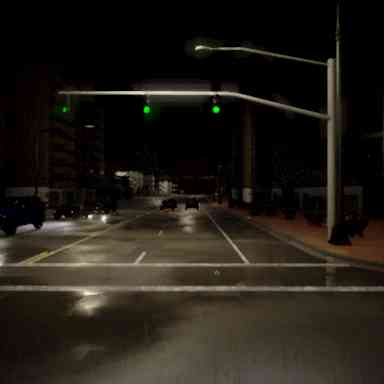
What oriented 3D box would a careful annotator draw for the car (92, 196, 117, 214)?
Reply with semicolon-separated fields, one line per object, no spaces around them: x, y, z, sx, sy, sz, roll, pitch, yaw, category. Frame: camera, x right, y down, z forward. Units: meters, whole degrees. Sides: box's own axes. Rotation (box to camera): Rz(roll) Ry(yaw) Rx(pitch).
-10.515;1.473;39.736;2.150;2.045;5.566;0;-1;0;car

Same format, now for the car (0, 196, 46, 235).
-10.574;1.270;19.452;2.150;2.045;5.566;0;0;0;car

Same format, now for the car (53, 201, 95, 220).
-10.554;1.738;29.521;1.895;1.301;4.718;0;-1;1;car

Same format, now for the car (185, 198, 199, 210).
-0.002;1.829;48.858;1.882;1.535;5.008;0;-1;0;car

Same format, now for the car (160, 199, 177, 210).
-3.507;1.867;47.862;1.812;1.442;4.674;0;-1;0;car

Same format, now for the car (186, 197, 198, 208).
-0.008;1.818;59.083;2.097;1.767;4.553;0;-1;0;car
